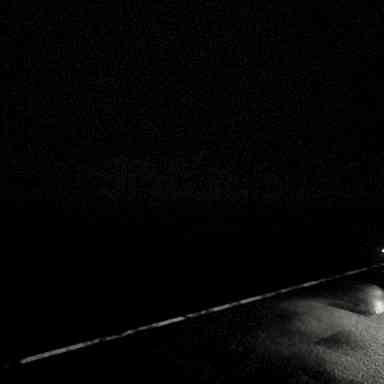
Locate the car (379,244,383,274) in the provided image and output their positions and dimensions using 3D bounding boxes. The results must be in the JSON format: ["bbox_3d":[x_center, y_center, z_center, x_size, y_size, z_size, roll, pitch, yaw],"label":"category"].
[{"bbox_3d":[6.873,1.459,8.904,4.902,1.511,2.128,0,0,-36],"label":"car"}]
